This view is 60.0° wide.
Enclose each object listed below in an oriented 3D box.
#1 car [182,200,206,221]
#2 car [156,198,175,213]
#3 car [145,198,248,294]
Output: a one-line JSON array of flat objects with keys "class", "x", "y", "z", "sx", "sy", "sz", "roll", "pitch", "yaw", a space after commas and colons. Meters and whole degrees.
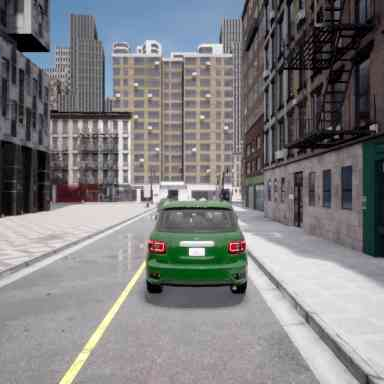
[{"class": "car", "x": 0.178, "y": 1.488, "z": 28.135, "sx": 1.837, "sy": 1.490, "sz": 4.892, "roll": 0, "pitch": 0, "yaw": 0}, {"class": "car", "x": -2.981, "y": 1.475, "z": 38.124, "sx": 1.837, "sy": 1.490, "sz": 4.892, "roll": 0, "pitch": 0, "yaw": 0}, {"class": "car", "x": 0.118, "y": 1.220, "z": 8.955, "sx": 2.150, "sy": 2.045, "sz": 5.566, "roll": 0, "pitch": 0, "yaw": 1}]
